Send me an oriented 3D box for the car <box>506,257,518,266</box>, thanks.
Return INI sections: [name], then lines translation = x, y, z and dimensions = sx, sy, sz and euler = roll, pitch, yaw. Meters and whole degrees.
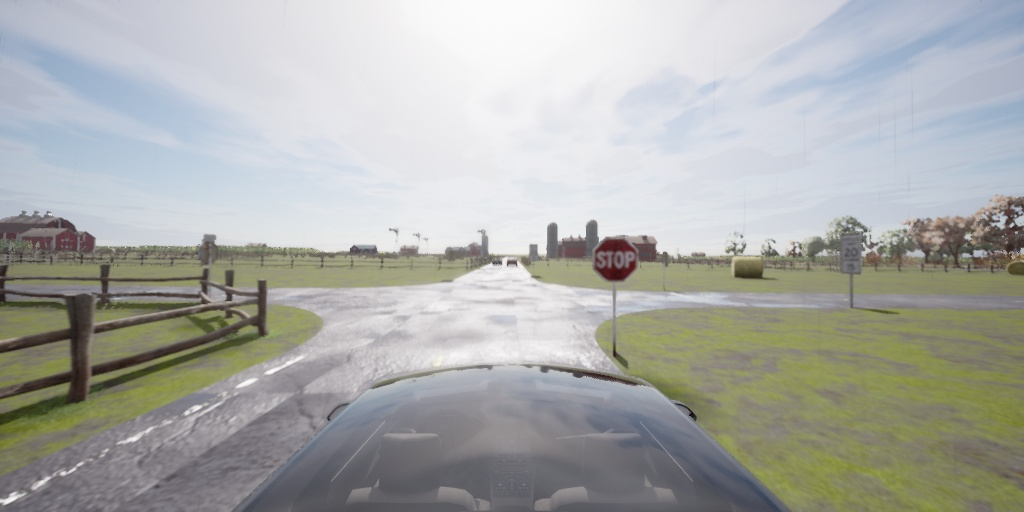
[car]
translation = 0.011, 0.996, 62.190
dimensions = 1.882, 1.535, 5.008
euler = 0, 0, 0
